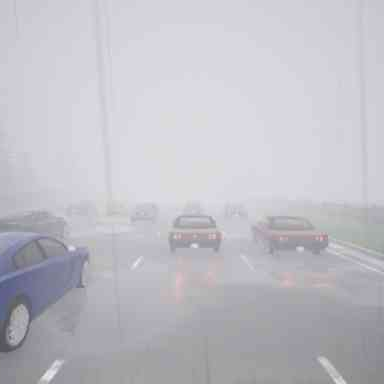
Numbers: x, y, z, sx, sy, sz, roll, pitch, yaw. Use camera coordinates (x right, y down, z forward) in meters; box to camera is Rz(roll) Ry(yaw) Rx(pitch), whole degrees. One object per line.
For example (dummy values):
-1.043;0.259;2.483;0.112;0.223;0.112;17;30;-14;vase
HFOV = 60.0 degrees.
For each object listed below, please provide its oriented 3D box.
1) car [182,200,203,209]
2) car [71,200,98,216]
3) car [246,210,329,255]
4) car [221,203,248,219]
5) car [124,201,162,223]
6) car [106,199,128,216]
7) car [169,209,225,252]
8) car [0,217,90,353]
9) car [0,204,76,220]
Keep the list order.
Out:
0.094;1.502;31.549;1.812;1.442;4.674;0;0;0;car
-10.406;1.503;31.549;1.812;1.442;4.674;0;0;0;car
3.603;1.591;13.249;1.895;1.301;4.718;0;0;0;car
3.606;1.579;28.962;1.895;1.301;4.718;0;0;0;car
-3.394;1.529;25.127;2.033;1.411;5.357;0;0;0;car
-6.892;1.454;32.068;1.882;1.535;5.008;0;0;0;car
0.103;1.590;13.882;1.895;1.301;4.718;0;0;0;car
-3.399;1.473;6.156;1.882;1.535;5.008;0;0;0;car
-6.896;1.495;14.271;1.837;1.490;4.892;0;0;0;car
